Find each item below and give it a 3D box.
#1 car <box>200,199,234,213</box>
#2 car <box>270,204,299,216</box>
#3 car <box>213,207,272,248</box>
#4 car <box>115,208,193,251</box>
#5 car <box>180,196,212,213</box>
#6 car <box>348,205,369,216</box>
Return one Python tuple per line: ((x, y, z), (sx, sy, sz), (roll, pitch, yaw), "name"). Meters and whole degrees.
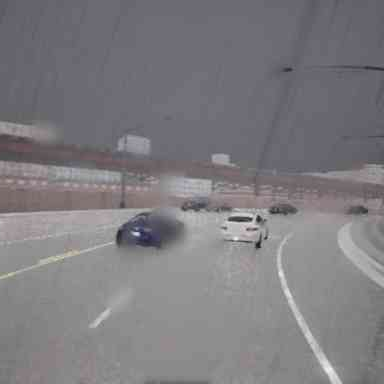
((3.443, 1.878, 40.767), (1.837, 1.490, 4.892), (1, -1, 34), "car")
((11.204, 2.125, 40.288), (2.033, 1.411, 5.357), (1, -1, 40), "car")
((2.477, 1.664, 15.575), (1.812, 1.442, 4.674), (1, 0, 18), "car")
((-1.584, 1.569, 14.355), (1.994, 1.385, 4.181), (1, 0, 15), "car")
((0.777, 1.548, 43.087), (2.150, 2.045, 5.566), (1, -1, 34), "car")
((25.782, 2.864, 51.538), (4.892, 1.490, 1.837), (4, -4, -43), "car")
